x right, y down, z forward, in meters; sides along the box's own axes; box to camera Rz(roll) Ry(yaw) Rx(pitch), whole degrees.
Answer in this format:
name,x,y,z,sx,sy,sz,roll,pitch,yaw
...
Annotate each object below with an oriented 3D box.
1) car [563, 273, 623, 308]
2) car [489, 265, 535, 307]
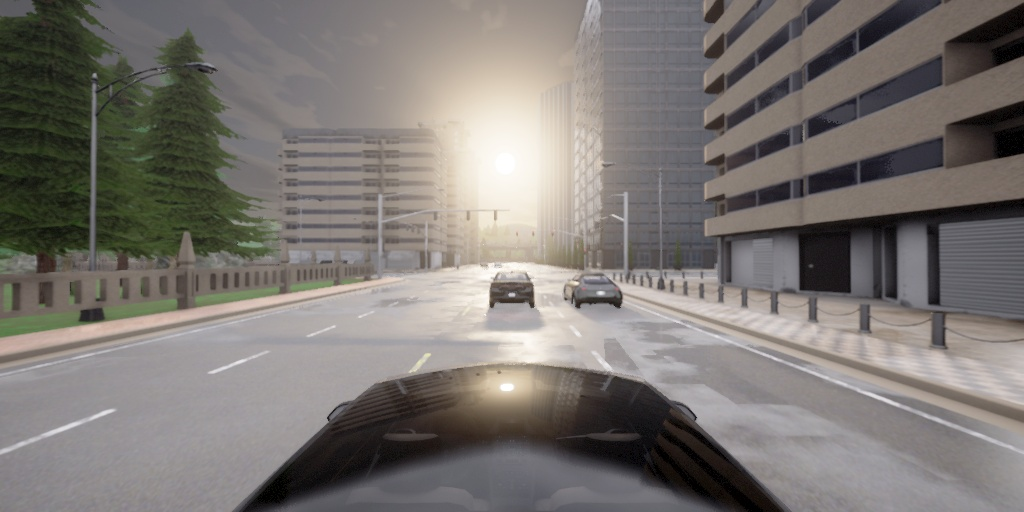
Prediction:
name,x,y,z,sx,sy,sz,roll,pitch,yaw
car,3.503,1.449,16.120,1.994,1.385,4.181,0,-1,0
car,0.006,1.365,16.335,1.882,1.535,5.008,0,0,0
